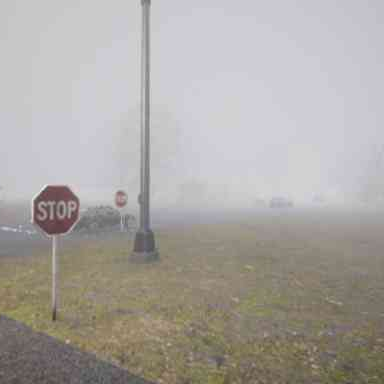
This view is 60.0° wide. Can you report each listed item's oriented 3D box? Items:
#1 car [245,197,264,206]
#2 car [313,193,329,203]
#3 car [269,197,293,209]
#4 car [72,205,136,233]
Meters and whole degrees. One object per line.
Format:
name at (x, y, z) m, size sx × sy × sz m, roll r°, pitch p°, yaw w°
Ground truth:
car at (10.518, 1.530, 55.856) m, size 2.128 × 1.511 × 4.902 m, roll 1°, pitch 0°, yaw 34°
car at (28.696, 1.329, 74.710) m, size 2.150 × 2.045 × 5.566 m, roll 1°, pitch 0°, yaw 28°
car at (12.426, 1.413, 46.130) m, size 2.097 × 1.767 × 4.553 m, roll 1°, pitch 0°, yaw 34°
car at (-5.381, 1.494, 19.653) m, size 1.812 × 1.442 × 4.674 m, roll 1°, pitch 0°, yaw 34°
